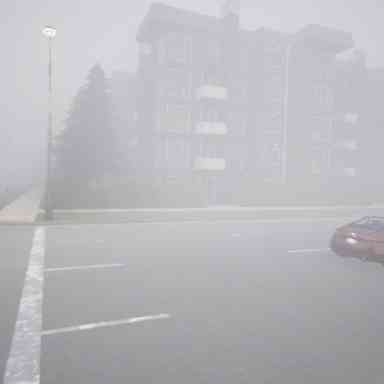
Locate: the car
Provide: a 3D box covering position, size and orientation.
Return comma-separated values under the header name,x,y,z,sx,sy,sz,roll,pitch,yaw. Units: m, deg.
name,x,y,z,sx,sy,sz,roll,pitch,yaw
car,6.295,1.351,10.032,4.181,1.385,1.994,1,2,-22
